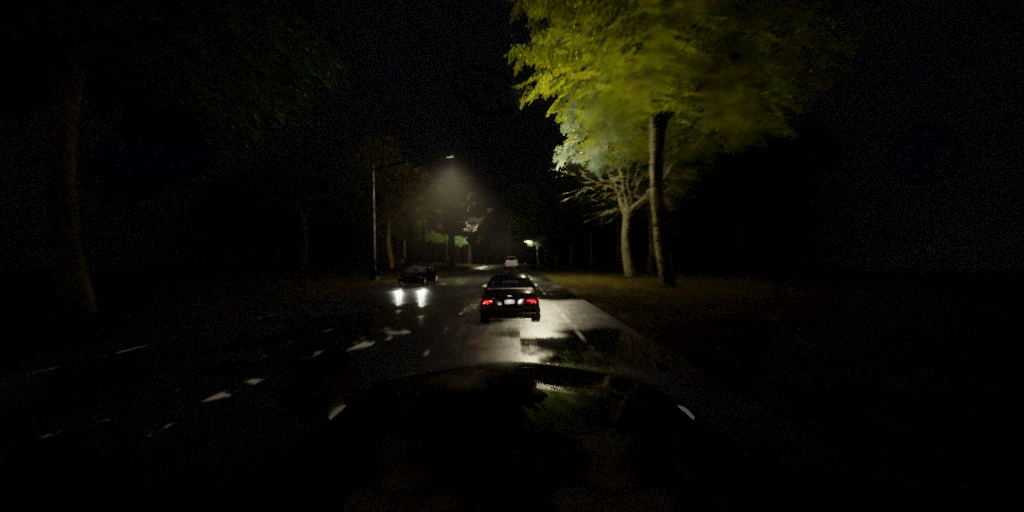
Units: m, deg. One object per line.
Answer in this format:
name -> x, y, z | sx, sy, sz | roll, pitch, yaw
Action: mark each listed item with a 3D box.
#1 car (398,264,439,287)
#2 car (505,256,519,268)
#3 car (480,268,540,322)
car -> -6.875, 1.379, 26.697 | 1.882, 1.535, 5.008 | -1, 0, 3
car -> -0.053, 1.109, 60.082 | 2.150, 2.045, 5.566 | -1, 0, 0
car -> -0.063, 1.308, 12.361 | 2.033, 1.411, 5.357 | -1, 0, 0
